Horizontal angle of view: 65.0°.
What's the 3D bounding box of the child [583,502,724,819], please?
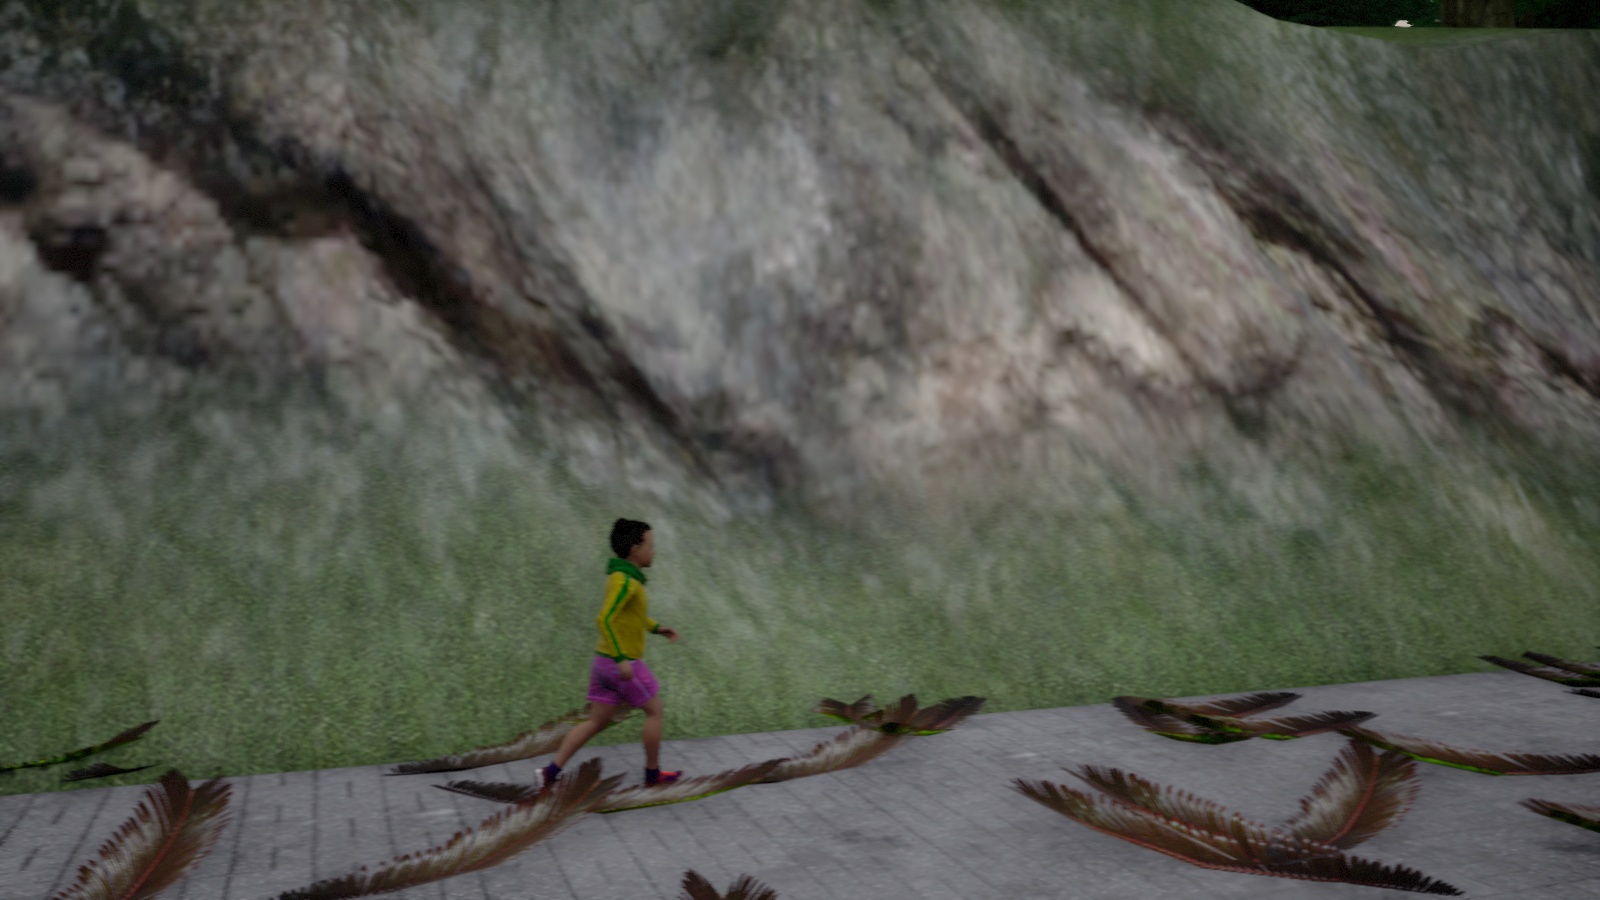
[{"bbox_3d":[-0.580,0.802,4.941,0.473,1.160,0.299,-1,1,-21],"label":"child"}]
